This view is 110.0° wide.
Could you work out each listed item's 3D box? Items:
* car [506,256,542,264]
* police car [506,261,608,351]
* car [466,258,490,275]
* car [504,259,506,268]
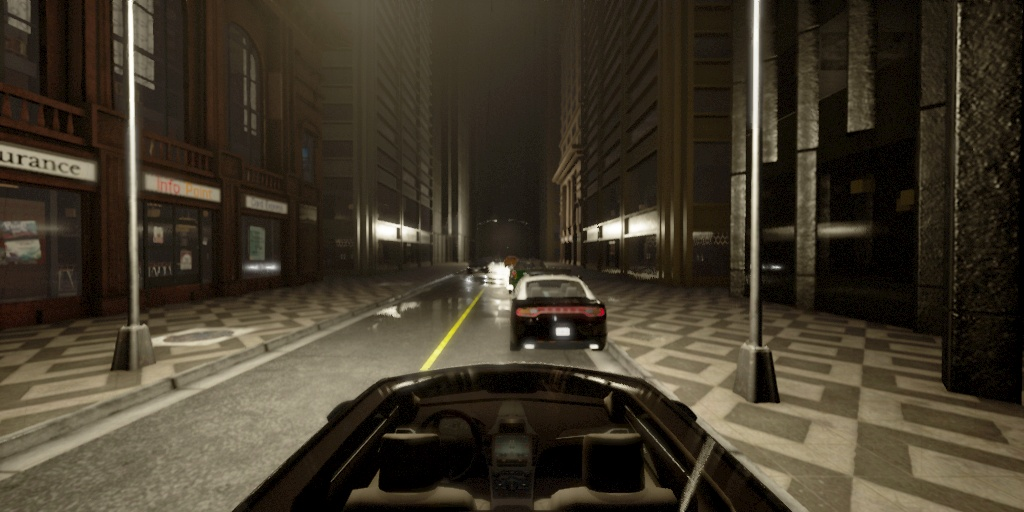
[{"bbox_3d":[0.872,0.930,18.746,2.097,1.767,4.553,0,1,0],"label":"car"},{"bbox_3d":[0.889,1.101,8.886,1.930,1.638,5.238,0,1,0],"label":"police car"},{"bbox_3d":[-3.150,0.962,33.833,1.812,1.442,4.674,0,1,0],"label":"car"},{"bbox_3d":[-0.035,0.786,48.213,1.882,1.535,5.008,0,0,0],"label":"car"}]
